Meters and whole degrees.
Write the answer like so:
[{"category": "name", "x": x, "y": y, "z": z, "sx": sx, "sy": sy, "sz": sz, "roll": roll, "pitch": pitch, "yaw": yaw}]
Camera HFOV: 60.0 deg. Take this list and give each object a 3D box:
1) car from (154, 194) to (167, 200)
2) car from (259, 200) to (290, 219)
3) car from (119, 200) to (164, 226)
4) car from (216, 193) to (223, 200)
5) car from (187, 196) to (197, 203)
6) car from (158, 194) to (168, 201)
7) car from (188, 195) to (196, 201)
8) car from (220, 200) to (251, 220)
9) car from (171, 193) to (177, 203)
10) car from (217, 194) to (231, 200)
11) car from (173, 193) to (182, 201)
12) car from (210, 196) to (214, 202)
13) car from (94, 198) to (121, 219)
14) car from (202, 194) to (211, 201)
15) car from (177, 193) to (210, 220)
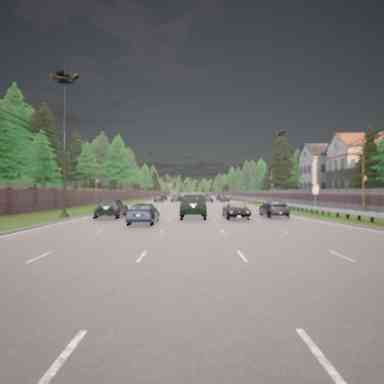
[{"category": "car", "x": -6.999, "y": 1.474, "z": 70.131, "sx": 2.128, "sy": 1.511, "sz": 4.902, "roll": 0, "pitch": 0, "yaw": 0}, {"category": "car", "x": 7.099, "y": 1.474, "z": 28.970, "sx": 2.128, "sy": 1.511, "sz": 4.902, "roll": 0, "pitch": 0, "yaw": 0}, {"category": "car", "x": -3.400, "y": 1.533, "z": 23.540, "sx": 2.033, "sy": 1.411, "sz": 5.357, "roll": 0, "pitch": 0, "yaw": 0}, {"category": "car", "x": 7.002, "y": 1.139, "z": 80.520, "sx": 2.097, "sy": 1.767, "sz": 4.553, "roll": 0, "pitch": 0, "yaw": 0}, {"category": "car", "x": 0.001, "y": 1.489, "z": 70.131, "sx": 2.033, "sy": 1.411, "sz": 5.357, "roll": 0, "pitch": 0, "yaw": 0}, {"category": "car", "x": -6.998, "y": 1.284, "z": 80.551, "sx": 1.837, "sy": 1.490, "sz": 4.892, "roll": 0, "pitch": 0, "yaw": 0}, {"category": "car", "x": 0.002, "y": 1.379, "z": 80.581, "sx": 1.895, "sy": 1.301, "sz": 4.718, "roll": 0, "pitch": 0, "yaw": 0}, {"category": "car", "x": 3.600, "y": 1.584, "z": 27.608, "sx": 1.895, "sy": 1.301, "sz": 4.718, "roll": 0, "pitch": 0, "yaw": 0}, {"category": "car", "x": -3.499, "y": 1.474, "z": 70.131, "sx": 2.128, "sy": 1.511, "sz": 4.902, "roll": 0, "pitch": 0, "yaw": 0}, {"category": "car", "x": 7.001, "y": 1.545, "z": 70.577, "sx": 1.895, "sy": 1.301, "sz": 4.718, "roll": 0, "pitch": 0, "yaw": 0}, {"category": "car", "x": -3.498, "y": 1.139, "z": 80.521, "sx": 2.097, "sy": 1.767, "sz": 4.553, "roll": 0, "pitch": 0, "yaw": 0}, {"category": "car", "x": 3.501, "y": 1.502, "z": 70.547, "sx": 1.994, "sy": 1.385, "sz": 4.181, "roll": 0, "pitch": 0, "yaw": 0}, {"category": "car", "x": -6.899, "y": 1.335, "z": 28.728, "sx": 2.097, "sy": 1.767, "sz": 4.553, "roll": 0, "pitch": 0, "yaw": 0}, {"category": "car", "x": 3.502, "y": 1.323, "z": 80.551, "sx": 2.033, "sy": 1.411, "sz": 5.357, "roll": 0, "pitch": 0, "yaw": 0}, {"category": "car", "x": 0.101, "y": 1.204, "z": 28.349, "sx": 2.150, "sy": 2.045, "sz": 5.566, "roll": 0, "pitch": 0, "yaw": 0}]
